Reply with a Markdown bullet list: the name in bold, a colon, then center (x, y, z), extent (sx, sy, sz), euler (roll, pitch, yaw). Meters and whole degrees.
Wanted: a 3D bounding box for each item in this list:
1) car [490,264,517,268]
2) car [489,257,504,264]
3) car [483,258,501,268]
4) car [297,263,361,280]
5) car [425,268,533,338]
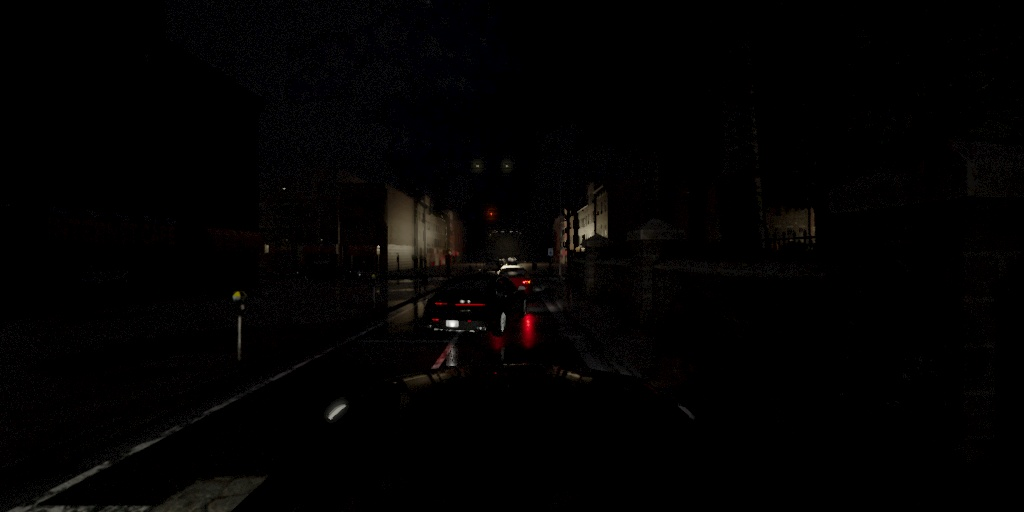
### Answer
- **car**: center (0.066, 1.288, 17.784), extent (1.812, 1.442, 4.674), euler (0, 0, 1)
- **car**: center (-2.588, 1.108, 49.587), extent (2.192, 1.841, 5.009), euler (0, 0, 0)
- **car**: center (-2.594, 1.313, 43.966), extent (1.751, 1.417, 4.829), euler (0, 0, 0)
- **car**: center (-14.966, 1.282, 29.455), extent (4.902, 1.511, 2.128), euler (0, 0, 0)
- **car**: center (-0.793, 1.261, 10.352), extent (1.837, 1.490, 4.892), euler (0, 0, 13)
